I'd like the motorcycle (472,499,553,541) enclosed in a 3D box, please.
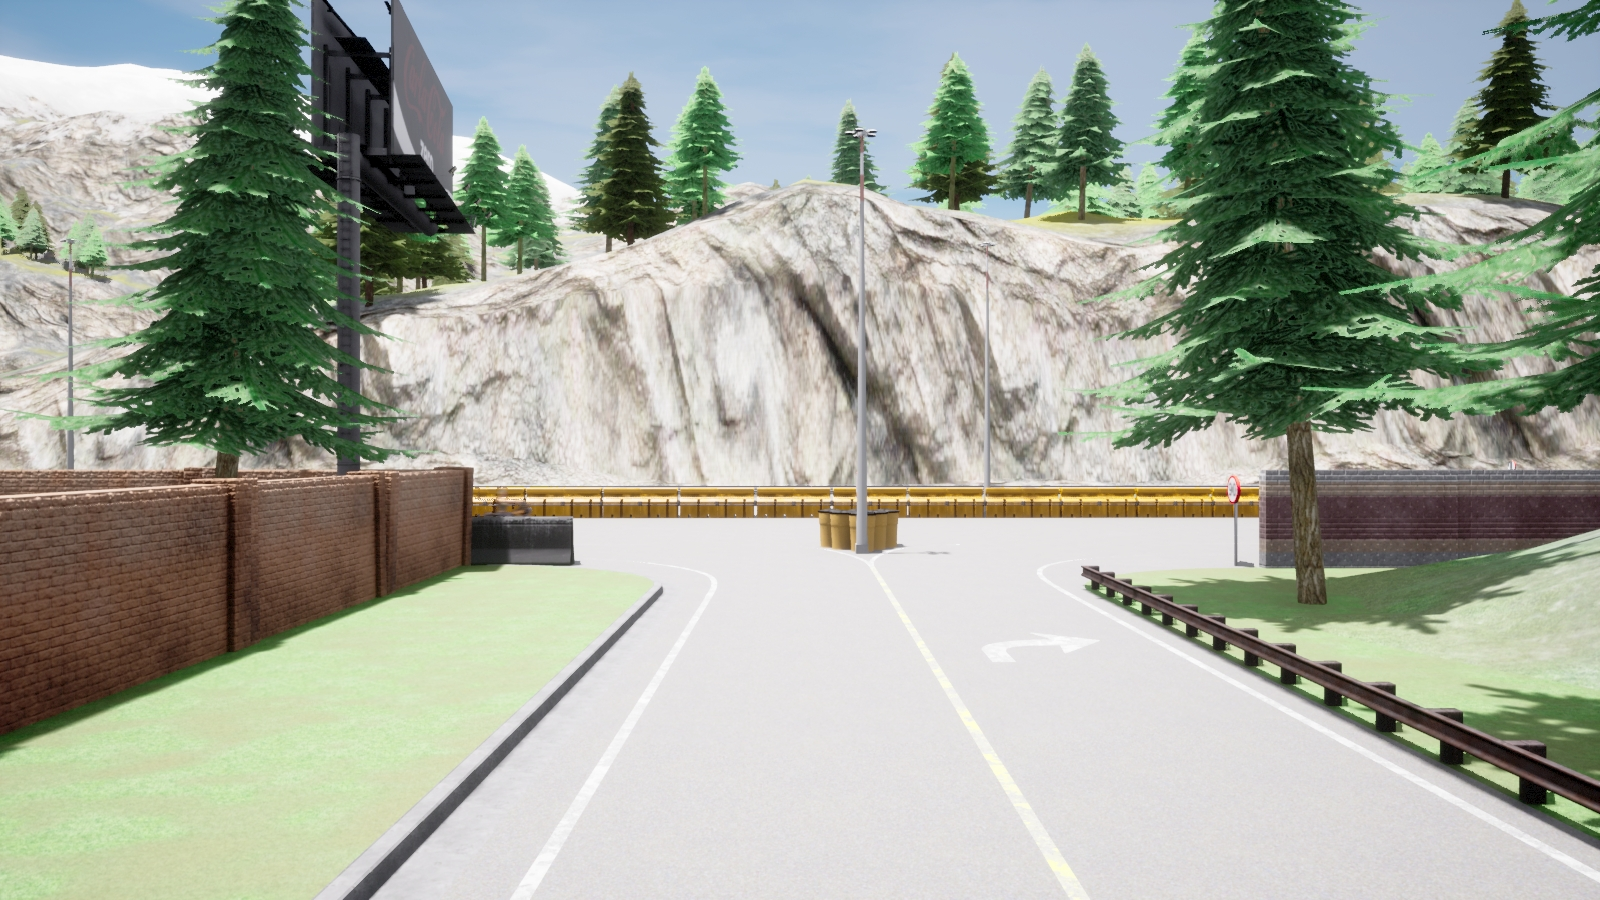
[{"bbox_3d":[-9.033,2.192,35.977,2.356,1.277,0.764,0,0,-1],"label":"motorcycle"}]
